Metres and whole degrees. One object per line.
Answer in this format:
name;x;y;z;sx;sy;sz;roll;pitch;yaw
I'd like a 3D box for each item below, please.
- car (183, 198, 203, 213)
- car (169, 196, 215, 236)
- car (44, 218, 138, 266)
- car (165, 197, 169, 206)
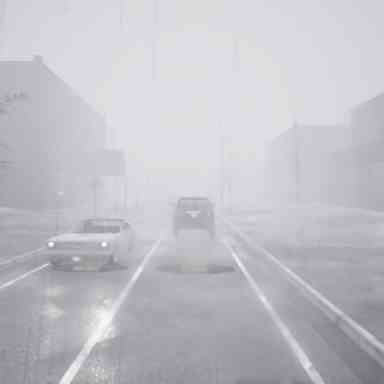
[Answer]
car;0.097;1.437;37.200;2.128;1.511;4.902;0;0;0
car;0.098;1.216;18.618;2.150;2.045;5.566;0;0;0
car;-3.102;1.564;11.152;1.895;1.301;4.718;0;-2;0
car;-3.073;1.423;51.710;2.033;1.411;5.357;0;0;0
